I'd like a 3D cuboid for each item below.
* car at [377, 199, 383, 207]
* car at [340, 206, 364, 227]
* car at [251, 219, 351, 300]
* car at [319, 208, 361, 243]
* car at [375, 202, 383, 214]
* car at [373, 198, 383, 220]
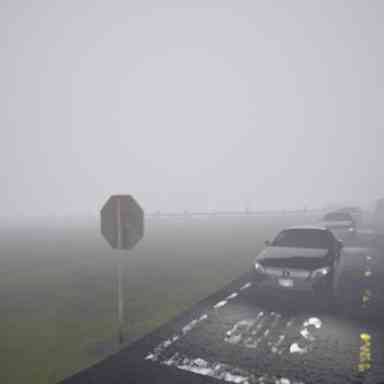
[{"bbox_3d":[41.908,2.362,72.921,2.097,1.767,4.553,-2,-2,28],"label":"car"},{"bbox_3d":[12.583,1.873,26.607,1.882,1.535,5.008,-2,-1,28],"label":"car"},{"bbox_3d":[3.098,1.684,9.080,1.812,1.442,4.674,-2,-1,29],"label":"car"},{"bbox_3d":[7.893,1.803,17.925,1.812,1.442,4.674,-2,-1,28],"label":"car"},{"bbox_3d":[25.335,2.119,44.202,1.812,1.442,4.674,-2,-1,29],"label":"car"},{"bbox_3d":[19.510,1.659,33.390,2.150,2.045,5.566,-2,-1,29],"label":"car"}]
